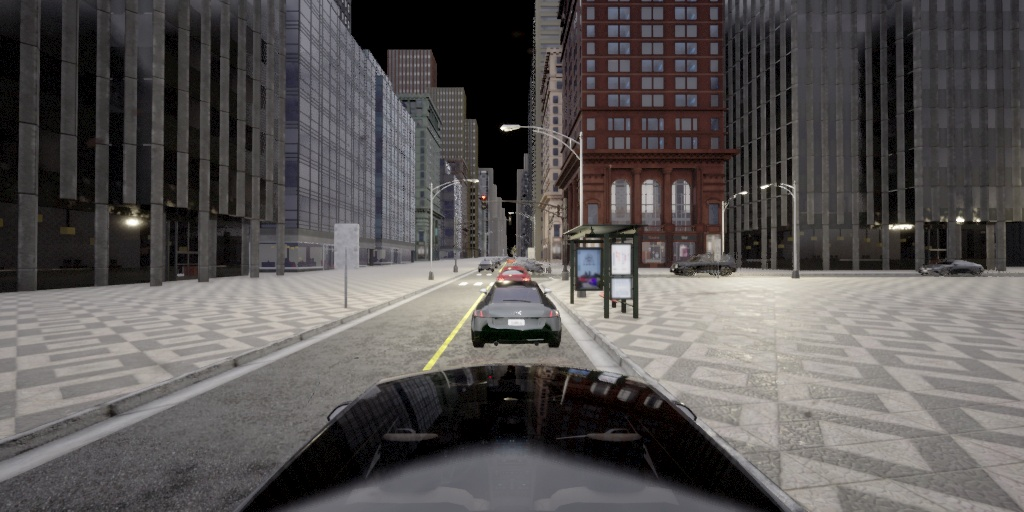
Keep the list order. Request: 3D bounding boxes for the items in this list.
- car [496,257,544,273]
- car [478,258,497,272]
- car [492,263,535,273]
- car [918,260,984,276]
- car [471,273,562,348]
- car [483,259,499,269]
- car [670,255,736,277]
[{"bbox_3d":[1.081,1.214,36.493,2.128,1.511,4.902,-1,1,-44],"label":"car"},{"bbox_3d":[-3.110,1.244,44.202,2.033,1.411,5.357,0,0,0],"label":"car"},{"bbox_3d":[0.110,1.269,19.104,1.812,1.442,4.674,0,0,1],"label":"car"},{"bbox_3d":[40.609,1.118,33.191,4.674,1.442,1.812,0,-1,1],"label":"car"},{"bbox_3d":[0.095,1.314,9.270,1.994,1.385,4.181,0,0,0],"label":"car"},{"bbox_3d":[-3.116,1.162,54.129,2.128,1.511,4.902,0,0,0],"label":"car"},{"bbox_3d":[17.689,0.900,33.240,5.566,2.045,2.150,0,-1,0],"label":"car"}]
